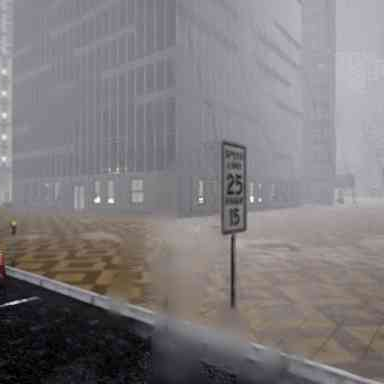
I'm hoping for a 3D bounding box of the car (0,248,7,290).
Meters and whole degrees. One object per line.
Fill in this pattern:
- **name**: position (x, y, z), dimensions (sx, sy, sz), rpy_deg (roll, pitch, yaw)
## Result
- **car**: position (-6.087, 1.408, 7.755), dimensions (4.097, 1.590, 1.967), rpy_deg (0, -1, 38)
